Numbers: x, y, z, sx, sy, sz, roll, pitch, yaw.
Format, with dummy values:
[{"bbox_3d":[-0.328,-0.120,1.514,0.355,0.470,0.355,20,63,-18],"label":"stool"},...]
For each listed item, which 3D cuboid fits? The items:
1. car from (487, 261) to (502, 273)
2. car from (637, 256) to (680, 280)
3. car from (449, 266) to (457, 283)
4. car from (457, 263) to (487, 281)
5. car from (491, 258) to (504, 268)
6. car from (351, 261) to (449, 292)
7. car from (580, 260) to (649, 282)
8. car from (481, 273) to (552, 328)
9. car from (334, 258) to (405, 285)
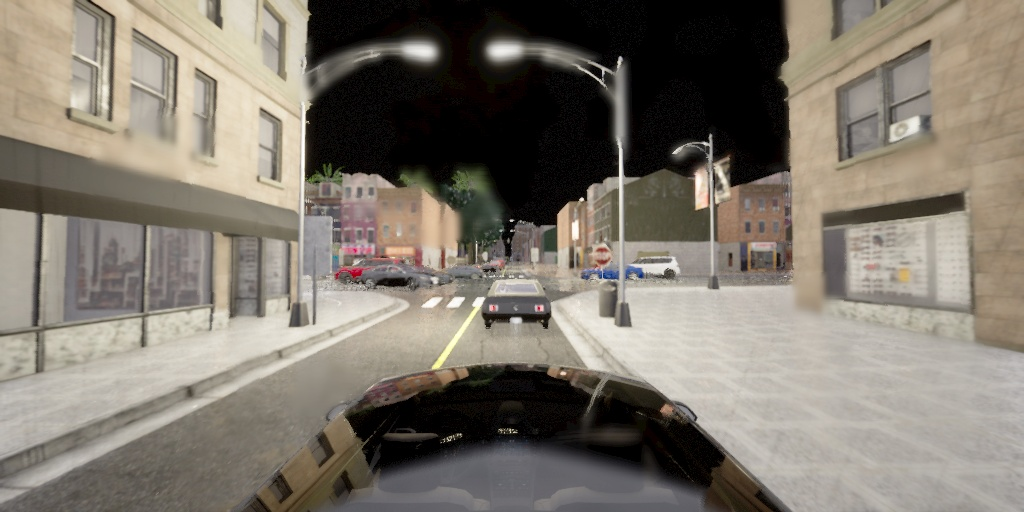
[{"bbox_3d":[-2.625,1.574,44.313,1.895,1.301,4.718,0,0,2],"label":"car"},{"bbox_3d":[12.161,1.087,32.288,5.566,2.045,2.150,-1,-2,0],"label":"car"},{"bbox_3d":[-6.301,1.442,25.387,4.181,1.385,1.994,0,-2,-1],"label":"car"},{"bbox_3d":[-4.625,1.507,32.072,4.181,1.385,1.994,-1,0,0],"label":"car"},{"bbox_3d":[-2.575,1.503,55.395,1.882,1.535,5.008,0,0,0],"label":"car"},{"bbox_3d":[-6.497,1.246,20.869,4.902,1.511,2.128,-1,-2,22],"label":"car"},{"bbox_3d":[8.019,1.302,28.978,5.008,1.535,1.882,-1,-2,-1],"label":"car"},{"bbox_3d":[0.155,1.409,11.606,1.895,1.301,4.718,0,0,1],"label":"car"},{"bbox_3d":[-11.162,1.226,28.787,5.566,2.045,2.150,0,-2,0],"label":"car"}]
